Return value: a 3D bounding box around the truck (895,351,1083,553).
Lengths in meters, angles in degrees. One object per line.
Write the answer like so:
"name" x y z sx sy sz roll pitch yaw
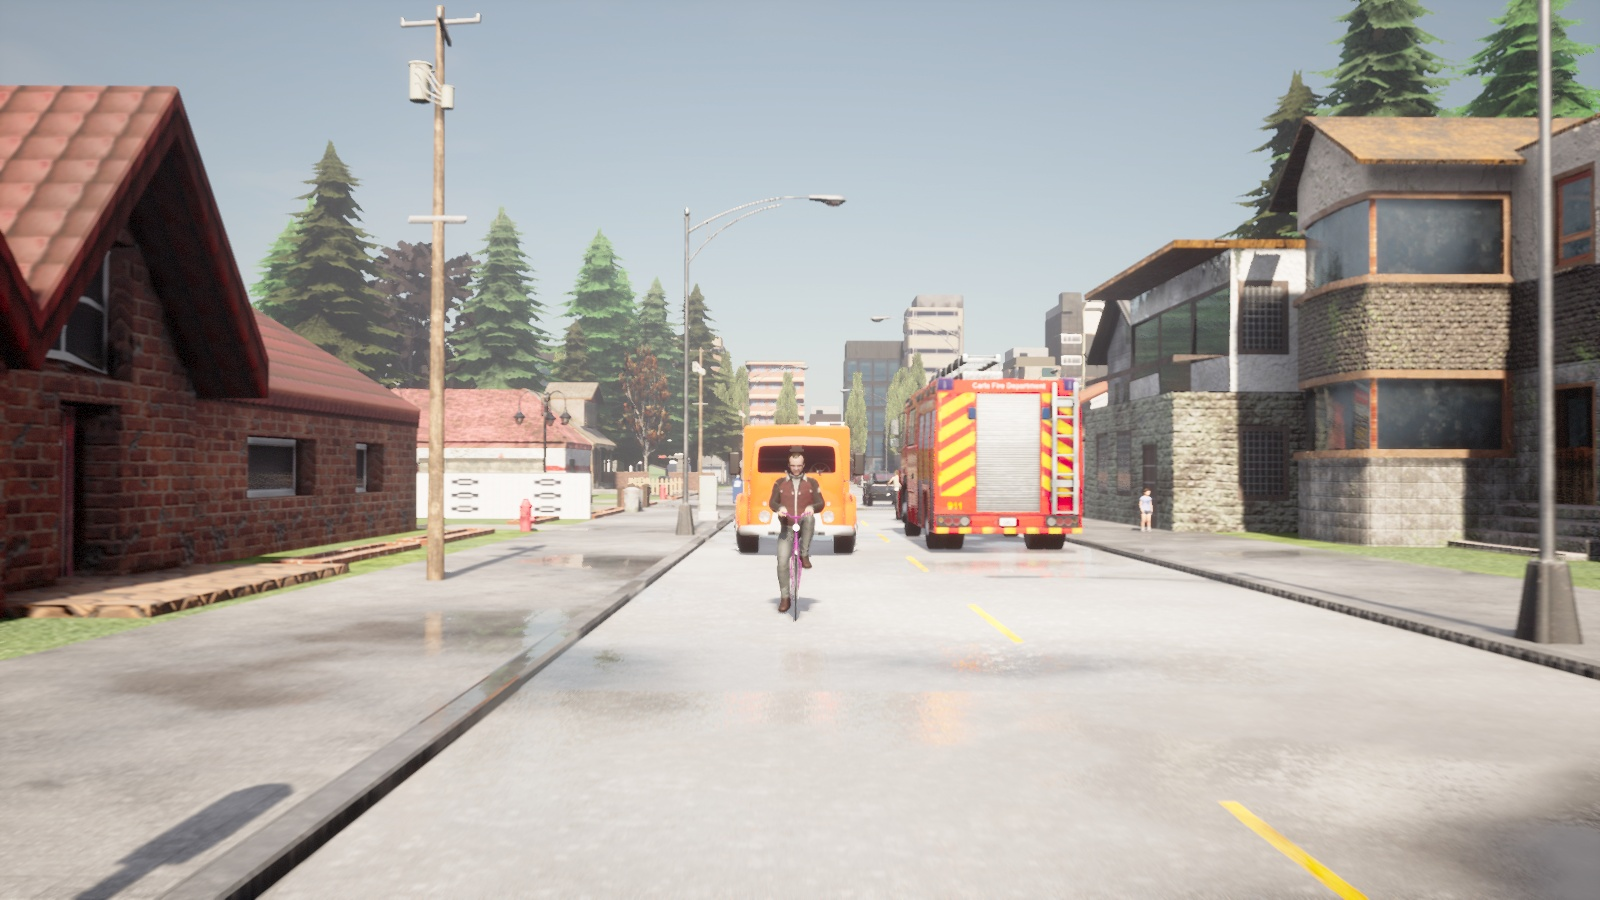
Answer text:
"truck" 3.924 0.106 28.174 2.891 3.827 8.468 0 -1 0

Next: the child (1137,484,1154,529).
"child" 8.560 1.391 31.102 0.255 1.110 0.394 0 -1 -12

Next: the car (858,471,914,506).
"car" 3.865 1.714 57.183 2.128 1.511 4.902 0 -1 -1

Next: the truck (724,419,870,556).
"truck" -0.068 0.764 25.353 2.627 2.467 5.204 0 -2 0

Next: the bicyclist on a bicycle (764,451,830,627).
"bicyclist on a bicycle" -0.035 0.913 13.591 0.659 1.776 1.843 0 -1 0
